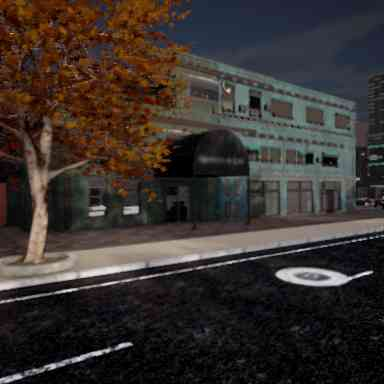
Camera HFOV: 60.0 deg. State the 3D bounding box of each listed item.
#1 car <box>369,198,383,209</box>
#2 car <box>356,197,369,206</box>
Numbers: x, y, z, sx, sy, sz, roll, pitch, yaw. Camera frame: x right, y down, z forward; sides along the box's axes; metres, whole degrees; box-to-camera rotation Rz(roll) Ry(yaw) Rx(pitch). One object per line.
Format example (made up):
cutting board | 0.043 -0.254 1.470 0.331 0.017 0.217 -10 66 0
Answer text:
car | 26.111 1.633 43.373 1.947 1.339 4.313 -2 0 -36
car | 28.056 1.598 55.125 2.008 1.369 4.403 -2 0 -36
